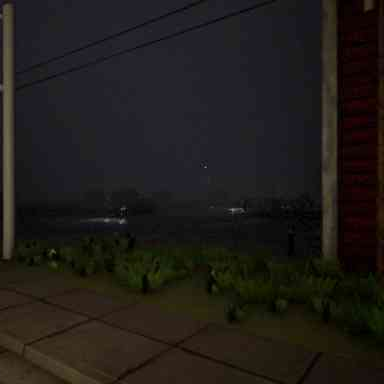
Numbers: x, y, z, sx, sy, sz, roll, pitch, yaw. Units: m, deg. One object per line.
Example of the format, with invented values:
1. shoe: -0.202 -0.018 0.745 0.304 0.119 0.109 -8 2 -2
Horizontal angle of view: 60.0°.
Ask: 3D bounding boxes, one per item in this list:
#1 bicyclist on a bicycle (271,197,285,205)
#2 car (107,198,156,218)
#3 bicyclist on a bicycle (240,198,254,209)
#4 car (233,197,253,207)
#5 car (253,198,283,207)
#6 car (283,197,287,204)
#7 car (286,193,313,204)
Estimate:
1. bicyclist on a bicycle: 9.933 1.334 37.291 0.582 1.620 1.656 -1 -1 -32
2. car: -5.301 1.333 29.587 2.097 1.767 4.553 0 0 34
3. bicyclist on a bicycle: 5.993 1.430 35.799 1.656 1.620 0.582 0 0 21
4. car: 7.745 1.444 48.483 1.882 1.535 5.008 0 0 35
5. car: 10.623 1.493 46.337 1.994 1.385 4.181 -1 -1 35
6. car: 15.337 1.542 53.288 1.994 1.385 4.181 0 0 34
7. car: 15.017 1.121 45.468 1.905 1.878 3.866 -6 -1 -8
